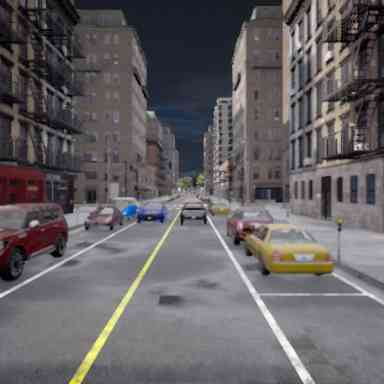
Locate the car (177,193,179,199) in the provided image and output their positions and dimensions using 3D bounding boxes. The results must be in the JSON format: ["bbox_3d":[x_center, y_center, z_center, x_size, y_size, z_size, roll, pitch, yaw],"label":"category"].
[{"bbox_3d":[-5.354,1.497,92.362,2.008,1.369,4.403,0,0,0],"label":"car"}]

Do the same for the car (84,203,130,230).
[{"bbox_3d":[-5.385,1.570,20.861,1.802,1.307,4.206,0,0,0],"label":"car"}]

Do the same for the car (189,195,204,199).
[{"bbox_3d":[0.164,1.457,39.104,1.882,1.535,5.008,0,0,1],"label":"car"}]

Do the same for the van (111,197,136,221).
[{"bbox_3d":[-5.382,1.327,26.267,1.690,1.788,3.998,0,0,0],"label":"van"}]

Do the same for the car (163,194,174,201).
[{"bbox_3d":[-5.362,1.488,69.467,1.752,1.417,4.829,0,0,0],"label":"car"}]

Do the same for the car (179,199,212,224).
[{"bbox_3d":[0.109,1.476,24.423,2.128,1.511,4.902,0,0,0],"label":"car"}]

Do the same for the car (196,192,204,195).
[{"bbox_3d":[2.669,1.392,86.681,1.967,1.590,4.097,0,0,0],"label":"car"}]

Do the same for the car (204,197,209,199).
[{"bbox_3d":[2.653,1.531,37.078,2.008,1.369,4.403,0,0,0],"label":"car"}]

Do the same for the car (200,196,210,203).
[{"bbox_3d":[2.663,1.545,69.635,1.802,1.307,4.206,0,0,0],"label":"car"}]

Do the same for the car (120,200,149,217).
[{"bbox_3d":[-5.378,1.534,31.673,2.008,1.369,4.403,0,0,0],"label":"car"}]

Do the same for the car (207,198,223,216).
[{"bbox_3d":[2.656,1.508,31.841,1.752,1.417,4.829,0,0,0],"label":"car"}]

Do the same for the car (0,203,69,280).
[{"bbox_3d":[-5.392,1.309,10.048,2.192,1.841,5.009,0,0,0],"label":"car"}]

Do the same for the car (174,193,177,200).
[{"bbox_3d":[-5.358,1.521,80.999,1.947,1.339,4.313,0,0,0],"label":"car"}]

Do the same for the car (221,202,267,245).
[{"bbox_3d":[2.665,1.432,15.453,1.967,1.590,4.097,0,0,0],"label":"car"}]

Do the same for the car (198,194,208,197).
[{"bbox_3d":[2.661,1.518,63.954,2.008,1.369,4.403,0,0,0],"label":"car"}]

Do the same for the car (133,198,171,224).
[{"bbox_3d":[-2.834,1.464,24.625,1.882,1.535,5.008,0,0,0],"label":"car"}]

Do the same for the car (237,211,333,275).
[{"bbox_3d":[2.668,1.520,10.217,1.752,1.417,4.829,0,0,0],"label":"car"}]
